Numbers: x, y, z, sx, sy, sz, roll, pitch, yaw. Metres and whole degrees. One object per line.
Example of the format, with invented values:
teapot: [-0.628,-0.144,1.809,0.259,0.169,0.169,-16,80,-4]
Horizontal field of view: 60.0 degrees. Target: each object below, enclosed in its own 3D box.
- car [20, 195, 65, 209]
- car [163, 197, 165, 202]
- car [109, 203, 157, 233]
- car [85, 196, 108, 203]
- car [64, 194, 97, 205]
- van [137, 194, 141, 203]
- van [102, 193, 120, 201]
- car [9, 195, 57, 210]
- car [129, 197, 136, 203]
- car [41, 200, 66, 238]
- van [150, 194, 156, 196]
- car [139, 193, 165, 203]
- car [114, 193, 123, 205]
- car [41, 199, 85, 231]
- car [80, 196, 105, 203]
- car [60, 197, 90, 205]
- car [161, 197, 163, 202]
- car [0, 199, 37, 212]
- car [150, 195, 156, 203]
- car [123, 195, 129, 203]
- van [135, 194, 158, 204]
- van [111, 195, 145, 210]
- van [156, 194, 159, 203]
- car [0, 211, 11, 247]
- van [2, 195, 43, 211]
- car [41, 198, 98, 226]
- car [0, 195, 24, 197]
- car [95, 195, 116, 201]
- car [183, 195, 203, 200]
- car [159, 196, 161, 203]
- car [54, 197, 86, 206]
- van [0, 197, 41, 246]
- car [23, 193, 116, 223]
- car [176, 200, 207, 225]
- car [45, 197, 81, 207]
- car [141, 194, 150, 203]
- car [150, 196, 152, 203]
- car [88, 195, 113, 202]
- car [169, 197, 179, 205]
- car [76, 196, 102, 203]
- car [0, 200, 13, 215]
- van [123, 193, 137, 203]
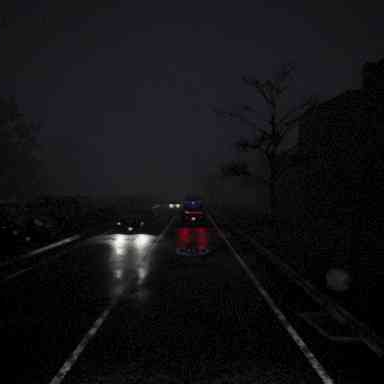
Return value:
car: [-21.990,1.425,49.116,5.566,2.045,2.435,0,0,0]
car: [-8.780,1.629,72.183,5.366,1.575,1.946,0,0,0]
car: [-3.345,1.631,20.719,2.033,1.411,5.357,0,0,0]
car: [-22.079,1.647,76.877,4.792,1.488,2.163,0,0,0]
car: [-22.009,1.406,65.773,5.566,2.045,2.435,0,0,0]
van: [-9.047,1.421,41.338,4.442,1.987,1.878,0,0,0]
van: [-22.183,1.341,90.753,4.442,1.987,1.878,0,0,0]
car: [-22.044,1.419,46.339,5.566,2.045,2.435,0,0,0]
car: [-8.917,1.624,35.731,4.892,1.521,2.231,0,0,0]
car: [-8.933,1.415,16.109,4.553,1.767,2.185,0,0,0]
van: [-9.066,1.451,58.164,4.442,1.987,1.878,0,0,0]
car: [-8.940,1.371,74.986,5.566,2.045,2.435,0,0,0]
car: [-8.886,1.337,27.322,5.566,2.045,2.435,0,0,0]
car: [-8.873,1.427,18.912,4.553,1.767,2.185,0,0,0]
car: [-22.053,1.628,74.102,4.892,1.521,2.231,0,0,0]
car: [-22.028,1.668,63.000,4.892,1.521,2.231,0,0,0]
car: [-8.965,1.682,69.380,4.674,1.452,2.002,0,0,0]
car: [-22.195,1.644,40.787,5.366,1.575,1.946,0,0,0]
car: [-8.975,1.712,55.361,4.792,1.488,2.163,0,0,0]
car: [-8.952,1.486,32.928,4.553,1.767,2.185,0,0,0]
van: [-9.076,1.427,66.576,4.442,1.987,1.878,0,0,0]
van: [-9.053,1.445,46.943,4.442,1.987,1.878,0,0,0]
van: [-8.836,1.446,60.965,4.442,1.987,1.878,0,0,0]
car: [-8.890,1.517,10.502,5.008,1.535,2.097,0,0,0]
van: [-22.129,1.433,43.562,4.442,1.987,1.878,0,0,0]
car: [-8.877,1.439,21.715,4.553,1.767,2.185,0,0,0]
car: [-22.035,1.384,38.012,5.566,2.045,2.435,0,0,0]
car: [-22.031,1.616,85.204,4.792,1.488,2.163,0,0,0]
car: [0.110,1.371,40.722,2.150,2.045,5.566,0,0,0]
car: [-8.950,1.663,63.773,5.008,1.535,2.097,0,0,0]
car: [-22.026,1.675,60.222,5.008,1.535,2.097,0,0,0]
van: [-8.782,1.303,13.306,4.442,1.987,1.878,0,0,0]
car: [-8.883,1.325,24.519,5.566,2.045,2.435,0,0,0]
car: [0.106,1.590,24.734,2.128,1.511,4.902,0,0,0]
car: [-22.213,1.677,57.445,5.366,1.575,1.946,0,0,0]
car: [-8.905,1.408,44.143,5.566,2.045,2.435,0,0,0]
car: [-8.946,1.677,49.750,4.892,1.521,2.231,0,0,0]
car: [-21.868,1.604,79.652,5.366,1.575,1.946,0,0,0]
car: [-3.259,1.721,63.471,1.994,1.385,4.181,0,0,1]
car: [-22.049,1.637,71.326,5.008,1.535,2.097,0,0,0]
car: [-21.974,1.653,35.235,4.792,1.488,2.163,0,0,0]
van: [-9.044,1.409,38.535,4.442,1.987,1.878,0,0,0]
